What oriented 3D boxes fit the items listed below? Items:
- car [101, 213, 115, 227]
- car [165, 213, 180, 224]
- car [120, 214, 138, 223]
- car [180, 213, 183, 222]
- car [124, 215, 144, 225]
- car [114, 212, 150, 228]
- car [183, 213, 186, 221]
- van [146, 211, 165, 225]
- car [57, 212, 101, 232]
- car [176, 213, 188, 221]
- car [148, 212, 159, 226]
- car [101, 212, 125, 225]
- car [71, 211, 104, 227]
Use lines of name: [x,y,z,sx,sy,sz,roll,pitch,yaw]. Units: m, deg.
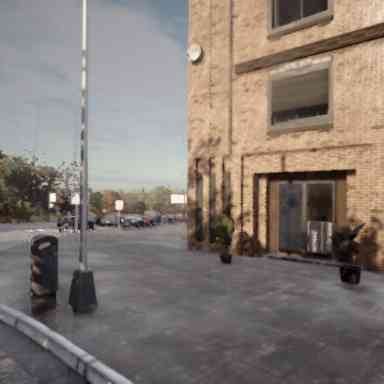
car: [-9.292,3.433,39.191,1.994,1.385,4.181,0,-4,5]
car: [-4.167,4.937,63.104,2.185,1.767,4.553,0,-4,5]
car: [-11.035,4.679,58.403,1.837,1.490,4.892,0,-4,5]
car: [-3.731,5.322,68.599,2.185,1.767,4.553,0,-4,5]
car: [-8.500,4.130,49.144,1.994,1.385,4.181,0,-4,5]
car: [-6.331,3.177,35.584,2.002,1.452,4.674,2,-4,5]
car: [-3.295,5.835,74.110,2.231,1.521,4.892,0,-4,5]
van: [-5.471,3.685,46.650,1.878,1.987,4.442,0,-4,5]
car: [-9.858,2.619,28.774,1.882,1.535,5.008,0,-4,3]
car: [-2.428,6.346,85.026,2.435,2.045,5.566,0,-4,5]
car: [-5.915,3.549,41.052,2.163,1.488,4.792,0,-4,5]
car: [-11.700,3.904,49.517,2.097,1.767,4.553,0,-4,5]
car: [-12.454,3.235,39.958,2.097,1.767,4.553,0,-4,5]
